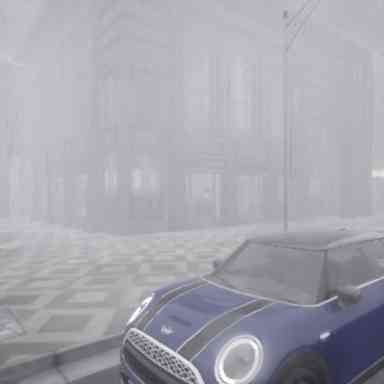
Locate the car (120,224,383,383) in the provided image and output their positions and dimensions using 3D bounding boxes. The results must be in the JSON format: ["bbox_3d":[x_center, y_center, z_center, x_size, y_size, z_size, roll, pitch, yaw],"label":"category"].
[{"bbox_3d":[1.360,1.375,4.478,4.553,1.767,2.097,0,-1,-38],"label":"car"}]
